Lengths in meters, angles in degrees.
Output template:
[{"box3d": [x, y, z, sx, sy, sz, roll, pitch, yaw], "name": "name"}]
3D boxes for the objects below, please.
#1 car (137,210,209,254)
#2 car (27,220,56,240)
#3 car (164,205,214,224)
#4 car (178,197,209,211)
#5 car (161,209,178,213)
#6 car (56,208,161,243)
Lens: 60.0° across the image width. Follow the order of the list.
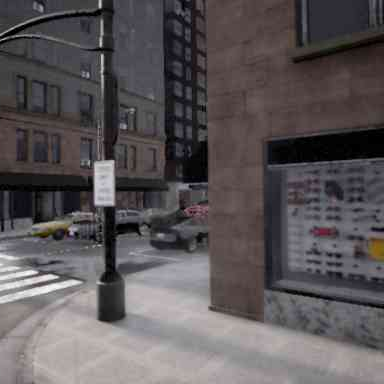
[{"box3d": [0.045, 1.658, 14.009, 1.947, 1.339, 4.313, -1, -1, 36], "name": "car"}, {"box3d": [-6.576, 1.753, 18.545, 1.752, 1.417, 4.829, -1, -1, 36], "name": "car"}, {"box3d": [-0.181, 1.799, 27.490, 1.947, 1.339, 4.313, -1, -1, 36], "name": "car"}, {"box3d": [1.606, 1.412, 25.643, 2.150, 2.045, 5.566, -1, -1, 35], "name": "car"}, {"box3d": [-3.329, 1.781, 23.087, 2.008, 1.369, 4.403, -1, -1, 36], "name": "car"}, {"box3d": [-4.196, 1.677, 17.526, 2.128, 1.511, 4.902, -1, -1, 36], "name": "car"}]
